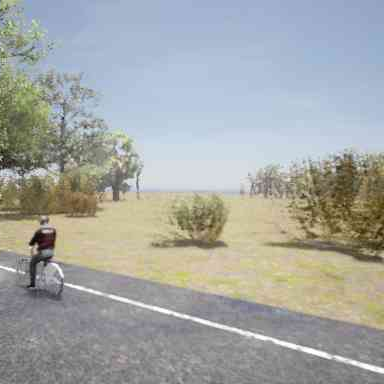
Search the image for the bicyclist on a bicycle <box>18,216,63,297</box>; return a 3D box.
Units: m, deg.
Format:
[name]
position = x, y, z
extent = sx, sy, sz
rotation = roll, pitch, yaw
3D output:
[bicyclist on a bicycle]
position = -3.480, 1.416, 7.557
extent = 1.843, 1.776, 0.659
rotation = 0, 0, 36
